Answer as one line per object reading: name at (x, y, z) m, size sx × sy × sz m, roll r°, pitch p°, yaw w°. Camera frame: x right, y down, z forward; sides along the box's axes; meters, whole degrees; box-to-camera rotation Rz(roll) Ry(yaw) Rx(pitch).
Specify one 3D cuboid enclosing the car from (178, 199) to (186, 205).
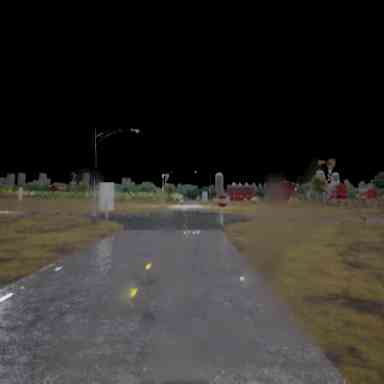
car at (-2.460, 2.524, 81.741) m, size 1.837 × 1.490 × 4.892 m, roll 0°, pitch -1°, yaw 0°
